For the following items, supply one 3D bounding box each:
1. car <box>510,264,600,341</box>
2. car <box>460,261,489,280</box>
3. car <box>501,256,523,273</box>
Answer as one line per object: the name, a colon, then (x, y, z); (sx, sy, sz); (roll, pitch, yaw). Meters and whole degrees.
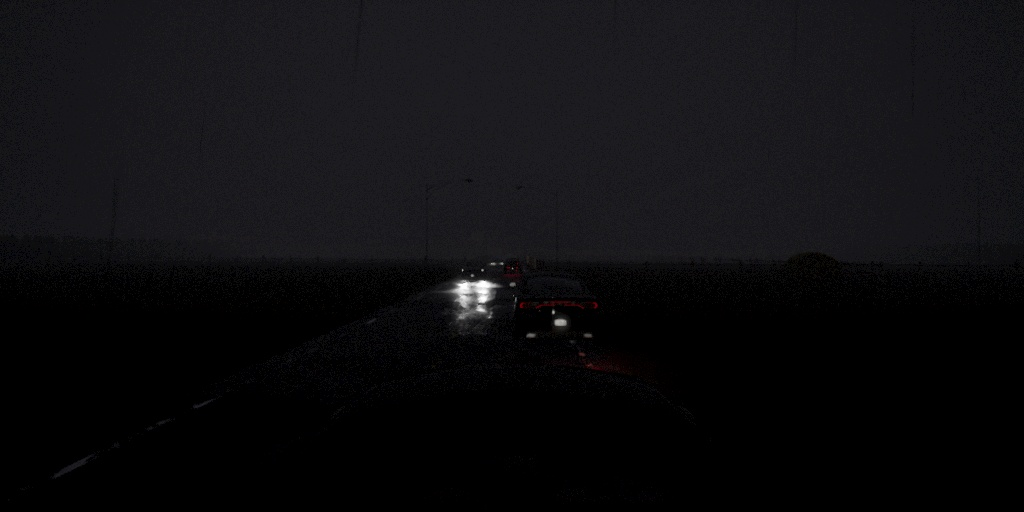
car: (0.966, 1.149, 9.604); (1.882, 1.535, 5.008); (0, 1, 0)
car: (-2.836, 1.087, 27.975); (1.895, 1.301, 4.718); (0, 1, 0)
car: (0.087, 0.903, 36.578); (1.837, 1.490, 4.892); (0, 1, 0)
